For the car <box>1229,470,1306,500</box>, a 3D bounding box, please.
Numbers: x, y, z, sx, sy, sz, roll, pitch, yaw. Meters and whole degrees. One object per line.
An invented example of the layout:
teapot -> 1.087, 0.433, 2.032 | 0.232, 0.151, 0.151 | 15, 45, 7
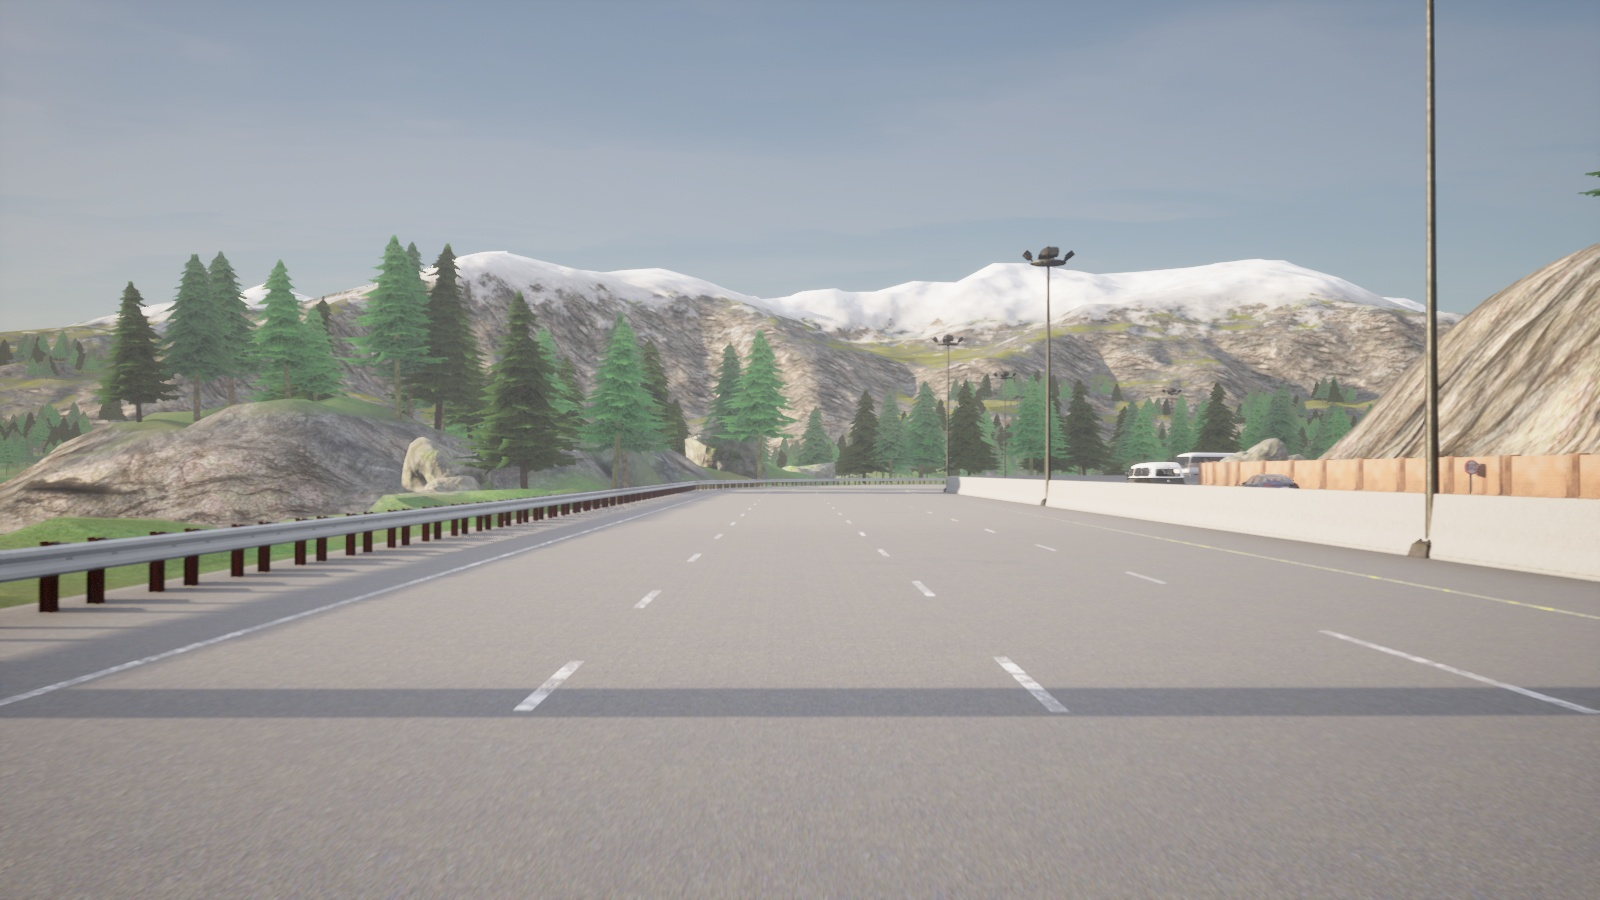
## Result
car -> 24.111, 1.804, 64.991 | 2.163, 1.488, 4.792 | 0, -1, 0

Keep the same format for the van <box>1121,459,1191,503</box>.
van -> 17.136, 1.482, 60.655 | 2.069, 2.038, 4.480 | 0, -1, 0
